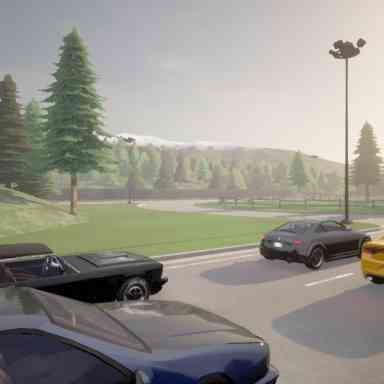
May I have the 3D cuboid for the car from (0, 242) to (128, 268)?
[{"bbox_3d":[-2.818,1.601,6.037,4.718,1.301,1.895,0,0,-36],"label":"car"}]

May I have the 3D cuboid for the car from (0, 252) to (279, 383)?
[{"bbox_3d":[-1.726,1.547,2.515,5.357,1.411,2.033,0,0,-36],"label":"car"}]

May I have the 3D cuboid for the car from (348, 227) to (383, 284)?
[{"bbox_3d":[6.219,1.478,8.289,5.008,1.535,1.882,0,0,-35],"label":"car"}]

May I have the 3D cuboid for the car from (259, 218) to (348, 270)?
[{"bbox_3d":[4.239,1.564,11.177,4.181,1.385,1.994,0,0,-35],"label":"car"}]
